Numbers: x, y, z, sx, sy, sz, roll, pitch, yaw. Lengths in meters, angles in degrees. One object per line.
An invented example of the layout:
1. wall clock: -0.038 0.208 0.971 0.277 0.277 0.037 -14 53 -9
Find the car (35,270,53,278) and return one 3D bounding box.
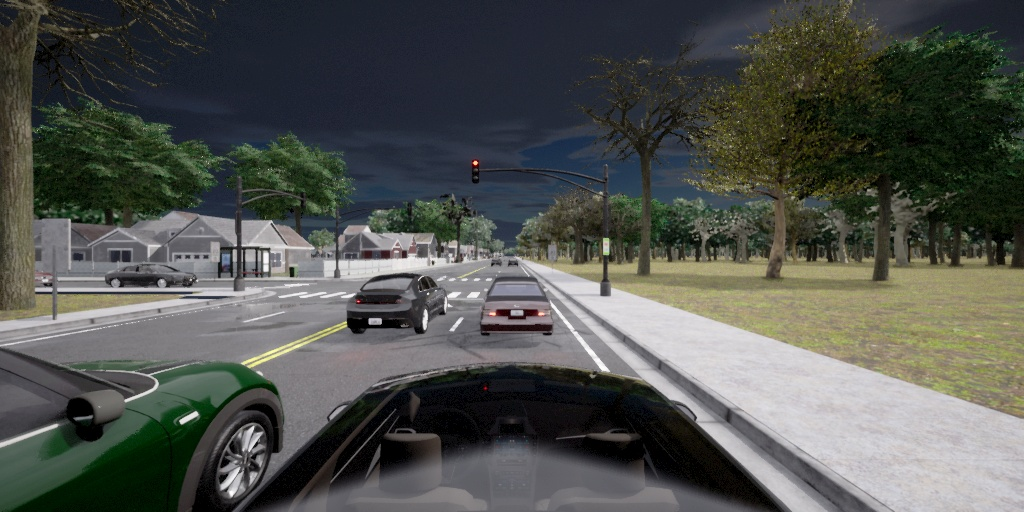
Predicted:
1. car: -32.197 1.319 22.956 4.674 1.442 1.812 0 0 0

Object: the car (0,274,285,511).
1. car: -3.148 1.102 1.446 2.097 1.767 4.553 0 0 0

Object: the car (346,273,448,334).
1. car: -3.143 1.253 10.643 1.837 1.490 4.892 0 0 0

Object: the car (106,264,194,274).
1. car: -22.909 1.283 22.879 4.892 1.490 1.837 0 0 0

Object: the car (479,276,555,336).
1. car: 0.114 1.296 10.392 2.033 1.411 5.357 0 0 0
